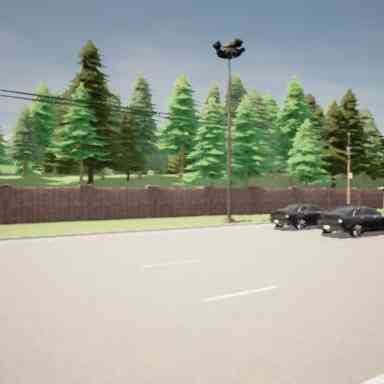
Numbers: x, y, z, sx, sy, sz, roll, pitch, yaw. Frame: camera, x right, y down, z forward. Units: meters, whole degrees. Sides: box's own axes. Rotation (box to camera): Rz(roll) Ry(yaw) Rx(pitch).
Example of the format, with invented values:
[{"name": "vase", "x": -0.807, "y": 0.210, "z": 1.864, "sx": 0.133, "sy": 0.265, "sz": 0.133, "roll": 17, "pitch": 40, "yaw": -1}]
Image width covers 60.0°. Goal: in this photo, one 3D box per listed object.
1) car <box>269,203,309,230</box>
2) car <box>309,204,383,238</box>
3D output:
[{"name": "car", "x": 7.019, "y": 1.467, "z": 20.530, "sx": 4.892, "sy": 1.490, "sz": 1.837, "roll": 0, "pitch": 0, "yaw": -29}, {"name": "car", "x": 8.721, "y": 1.472, "z": 17.472, "sx": 4.892, "sy": 1.490, "sz": 1.837, "roll": 0, "pitch": 0, "yaw": -29}]
